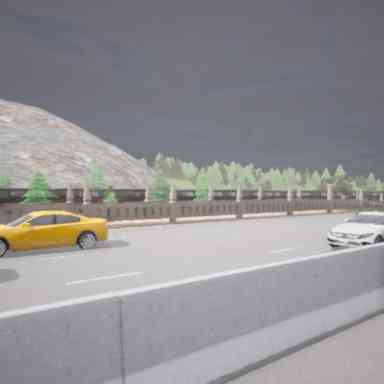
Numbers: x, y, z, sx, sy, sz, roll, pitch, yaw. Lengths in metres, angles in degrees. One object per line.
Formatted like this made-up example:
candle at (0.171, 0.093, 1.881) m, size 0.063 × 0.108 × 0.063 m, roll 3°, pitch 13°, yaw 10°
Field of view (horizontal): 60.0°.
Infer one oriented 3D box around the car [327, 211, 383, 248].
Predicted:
car at (7.477, 1.532, 13.594) m, size 4.674 × 1.442 × 1.812 m, roll 0°, pitch 0°, yaw -36°

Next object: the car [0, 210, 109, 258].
car at (-5.742, 1.477, 12.792) m, size 5.008 × 1.535 × 1.882 m, roll 0°, pitch 0°, yaw -35°
